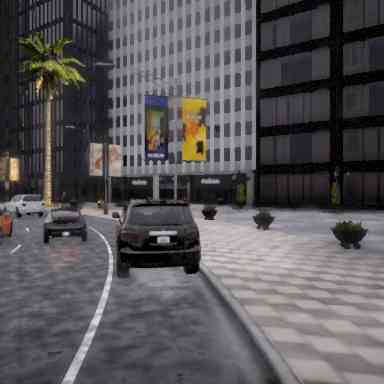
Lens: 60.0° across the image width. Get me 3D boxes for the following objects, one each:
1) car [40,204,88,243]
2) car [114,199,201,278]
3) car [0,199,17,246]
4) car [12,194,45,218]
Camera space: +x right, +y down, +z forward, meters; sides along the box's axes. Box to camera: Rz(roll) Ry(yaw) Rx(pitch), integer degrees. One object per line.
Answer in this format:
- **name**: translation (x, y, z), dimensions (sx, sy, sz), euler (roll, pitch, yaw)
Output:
- **car**: translation (-6.215, 1.511, 16.278), dimensions (1.837, 1.490, 4.892), euler (0, 0, -22)
- **car**: translation (-1.276, 1.217, 10.465), dimensions (2.150, 2.045, 5.566), euler (0, 0, -13)
- **car**: translation (-9.453, 1.358, 14.950), dimensions (2.097, 1.767, 4.553), euler (0, 0, -22)
- **car**: translation (-15.366, 1.243, 30.516), dimensions (2.150, 2.045, 5.566), euler (0, 0, -44)
